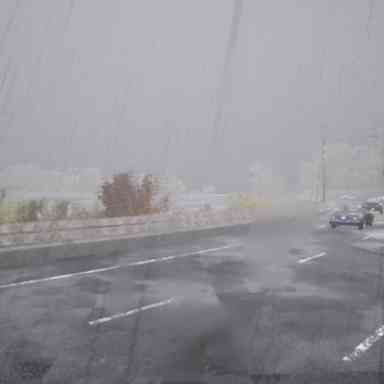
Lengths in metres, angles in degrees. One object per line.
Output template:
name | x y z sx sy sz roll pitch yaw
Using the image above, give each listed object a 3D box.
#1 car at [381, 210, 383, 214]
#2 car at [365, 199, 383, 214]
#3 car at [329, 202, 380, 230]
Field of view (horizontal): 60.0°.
car | 11.451 1.630 17.252 1.895 1.301 4.718 0 0 39
car | 19.785 1.563 36.455 1.837 1.490 4.892 0 0 27
car | 10.415 1.580 21.530 2.033 1.411 5.357 0 0 37
